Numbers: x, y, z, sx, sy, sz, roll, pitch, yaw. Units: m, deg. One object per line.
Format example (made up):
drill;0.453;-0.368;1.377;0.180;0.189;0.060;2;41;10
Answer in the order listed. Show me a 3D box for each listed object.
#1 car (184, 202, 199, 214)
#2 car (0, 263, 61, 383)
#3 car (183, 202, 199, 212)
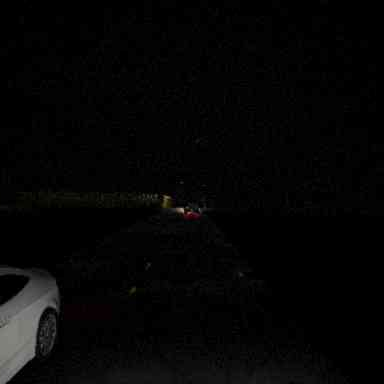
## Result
car;-0.004;2.242;45.943;1.812;1.442;4.674;0;-2;0
car;-2.845;1.545;3.234;1.812;1.442;4.674;0;0;0
car;-0.127;2.517;56.079;1.837;1.490;4.892;0;-2;9
